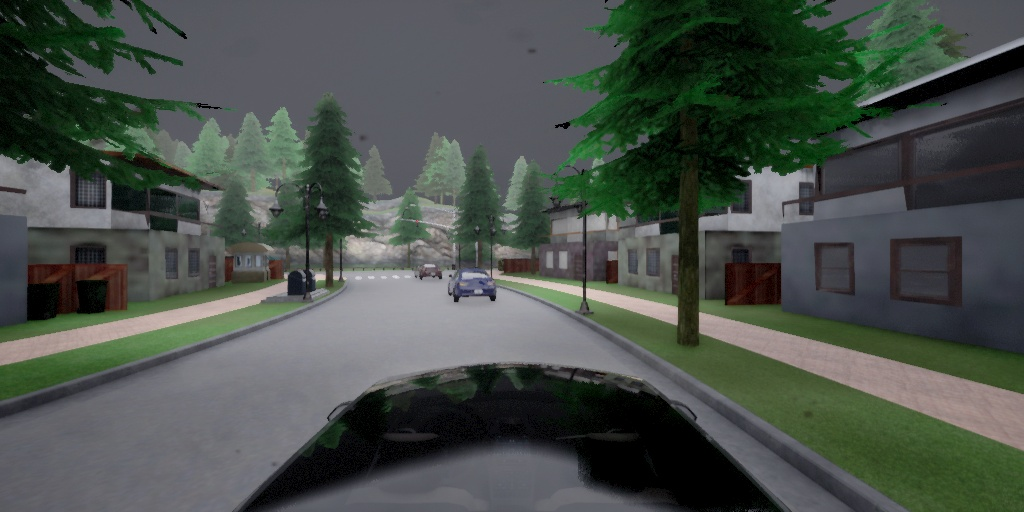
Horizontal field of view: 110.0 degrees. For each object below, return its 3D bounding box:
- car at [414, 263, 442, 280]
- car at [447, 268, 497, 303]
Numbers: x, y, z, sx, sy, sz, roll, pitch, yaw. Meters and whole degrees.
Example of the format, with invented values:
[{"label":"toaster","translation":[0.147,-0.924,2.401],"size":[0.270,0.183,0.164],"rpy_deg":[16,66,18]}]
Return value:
[{"label":"car","translation":[-7.272,1.282,31.090],"size":[1.812,1.442,4.674],"rpy_deg":[0,0,-23]},{"label":"car","translation":[-1.937,1.282,16.807],"size":[1.812,1.442,4.674],"rpy_deg":[0,0,-14]}]
